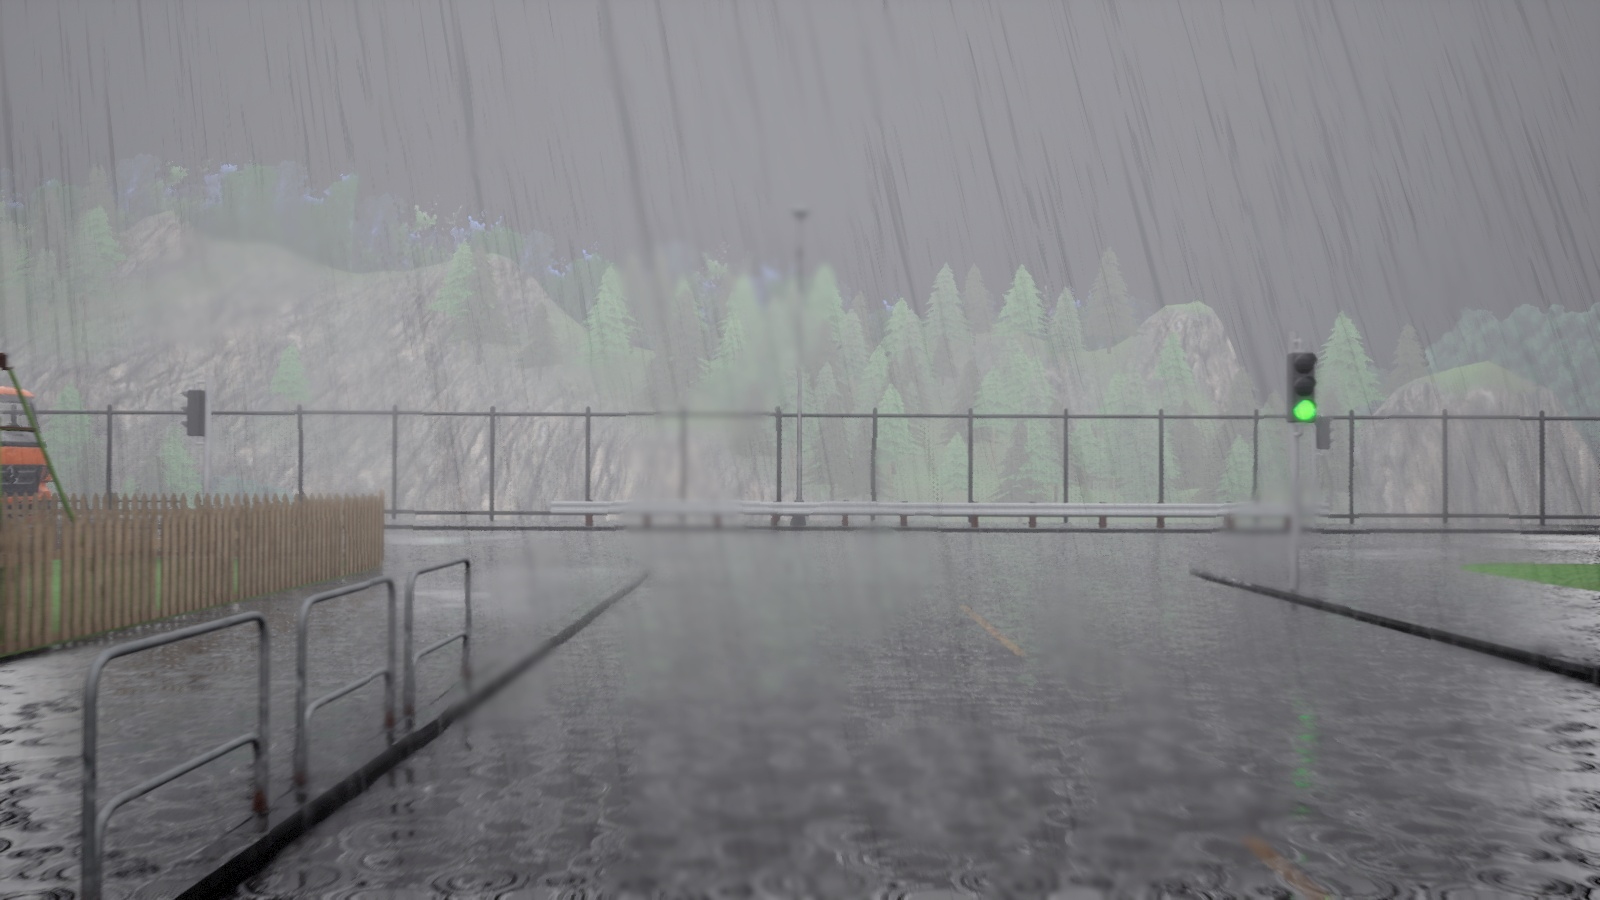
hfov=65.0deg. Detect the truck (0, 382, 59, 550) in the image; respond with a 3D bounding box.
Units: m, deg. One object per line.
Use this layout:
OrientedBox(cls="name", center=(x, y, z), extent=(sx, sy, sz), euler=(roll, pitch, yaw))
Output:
OrientedBox(cls="truck", center=(-20.452, 0.357, 26.455), extent=(7.936, 3.462, 2.891), euler=(0, -1, 0))
